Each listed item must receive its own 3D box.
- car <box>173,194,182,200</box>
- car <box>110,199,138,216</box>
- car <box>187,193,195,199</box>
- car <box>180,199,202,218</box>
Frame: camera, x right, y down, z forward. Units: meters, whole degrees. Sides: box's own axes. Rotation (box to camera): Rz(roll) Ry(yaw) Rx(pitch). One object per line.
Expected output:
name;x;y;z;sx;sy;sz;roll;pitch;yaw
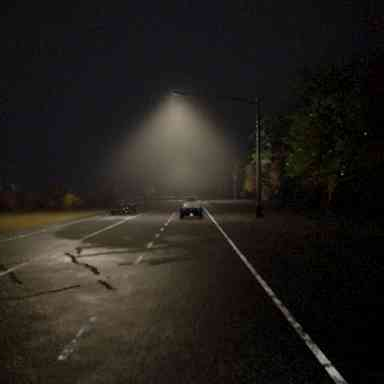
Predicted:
car;-3.699;1.423;86.858;1.837;1.490;4.892;0;0;0
car;-6.644;1.521;33.034;1.837;1.490;4.892;-1;0;4
car;-0.170;1.520;74.754;1.895;1.301;4.718;0;0;0
car;-0.064;1.582;29.861;1.895;1.301;4.718;0;0;0
